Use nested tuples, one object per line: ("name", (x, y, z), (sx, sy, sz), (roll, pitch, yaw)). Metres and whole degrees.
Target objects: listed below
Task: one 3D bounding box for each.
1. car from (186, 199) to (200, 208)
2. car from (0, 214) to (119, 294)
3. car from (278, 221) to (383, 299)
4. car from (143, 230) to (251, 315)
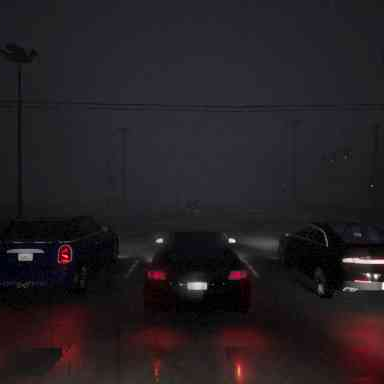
("car", (0.074, 1.601, 46.420), (1.895, 1.301, 4.718), (0, 0, 0))
("car", (-3.407, 1.352, 8.939), (2.097, 1.767, 4.553), (0, 0, 0))
("car", (3.594, 1.492, 8.458), (2.128, 1.511, 4.902), (0, 0, 0))
("car", (0.091, 1.564, 7.646), (1.994, 1.385, 4.181), (0, 0, 0))
